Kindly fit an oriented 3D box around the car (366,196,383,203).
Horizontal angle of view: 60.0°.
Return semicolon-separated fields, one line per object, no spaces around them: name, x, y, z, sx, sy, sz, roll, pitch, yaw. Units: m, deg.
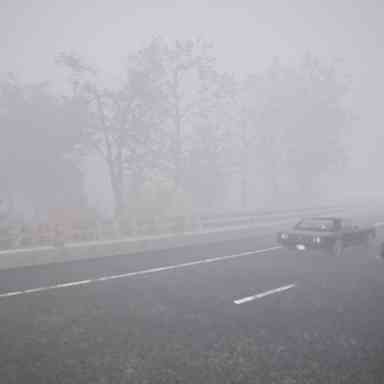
car;38.106;1.562;70.204;2.033;1.411;5.357;0;0;9

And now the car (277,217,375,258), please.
car;5.410;1.616;12.938;4.718;1.301;1.895;0;0;-42

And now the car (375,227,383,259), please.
car;7.594;1.604;10.190;4.718;1.301;1.895;0;0;-42
